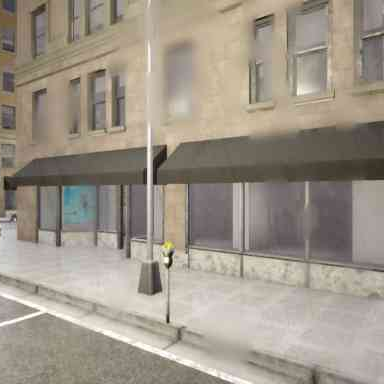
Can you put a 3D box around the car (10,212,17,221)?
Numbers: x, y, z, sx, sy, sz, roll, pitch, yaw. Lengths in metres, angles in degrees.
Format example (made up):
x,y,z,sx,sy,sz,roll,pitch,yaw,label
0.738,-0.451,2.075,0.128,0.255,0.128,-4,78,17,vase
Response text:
x,y,z,sx,sy,sz,roll,pitch,yaw,label
-11.204,1.636,26.125,2.033,1.411,5.357,0,0,36,car
